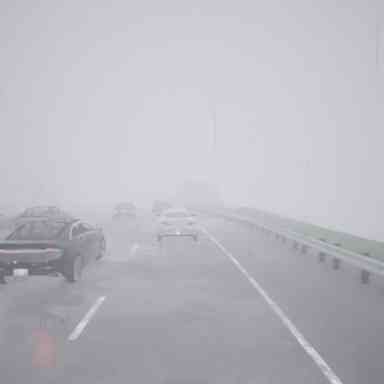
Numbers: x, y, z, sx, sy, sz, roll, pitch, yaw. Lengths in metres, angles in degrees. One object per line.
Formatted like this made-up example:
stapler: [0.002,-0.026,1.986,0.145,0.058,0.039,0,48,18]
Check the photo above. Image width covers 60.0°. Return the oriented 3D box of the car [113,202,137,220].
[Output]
car: [-5.772,1.552,28.598,2.033,1.411,5.357,0,0,-9]

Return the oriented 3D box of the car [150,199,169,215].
car: [-3.147,1.490,33.792,2.128,1.511,4.902,0,0,-10]

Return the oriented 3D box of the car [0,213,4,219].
car: [-11.497,1.619,18.397,1.895,1.301,4.718,0,0,-6]

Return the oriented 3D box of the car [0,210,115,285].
car: [-3.791,1.497,9.529,2.128,1.511,4.902,0,0,-3]

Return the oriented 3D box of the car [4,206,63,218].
car: [-8.007,1.503,18.361,2.128,1.511,4.902,0,0,-6]

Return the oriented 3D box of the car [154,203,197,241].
car: [-0.800,1.524,16.628,1.812,1.442,4.674,0,0,-5]
